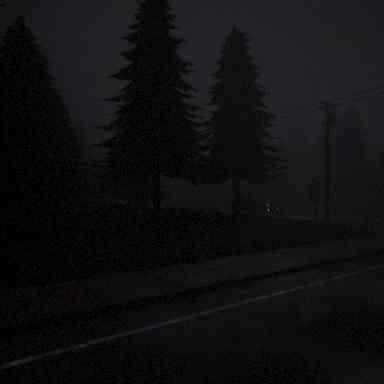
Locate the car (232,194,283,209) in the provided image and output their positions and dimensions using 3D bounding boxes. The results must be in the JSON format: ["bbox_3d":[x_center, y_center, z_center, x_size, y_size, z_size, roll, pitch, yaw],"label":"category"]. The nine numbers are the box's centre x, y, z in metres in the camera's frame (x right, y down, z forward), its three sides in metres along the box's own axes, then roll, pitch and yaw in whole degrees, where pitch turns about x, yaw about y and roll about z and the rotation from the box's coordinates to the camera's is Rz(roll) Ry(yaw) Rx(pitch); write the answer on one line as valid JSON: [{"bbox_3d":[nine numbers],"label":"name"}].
[{"bbox_3d":[6.219,1.183,32.241,2.150,2.045,5.566,0,0,-33],"label":"car"}]

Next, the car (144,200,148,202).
[{"bbox_3d":[-7.775,1.517,53.059,2.033,1.411,5.357,0,0,-34],"label":"car"}]
